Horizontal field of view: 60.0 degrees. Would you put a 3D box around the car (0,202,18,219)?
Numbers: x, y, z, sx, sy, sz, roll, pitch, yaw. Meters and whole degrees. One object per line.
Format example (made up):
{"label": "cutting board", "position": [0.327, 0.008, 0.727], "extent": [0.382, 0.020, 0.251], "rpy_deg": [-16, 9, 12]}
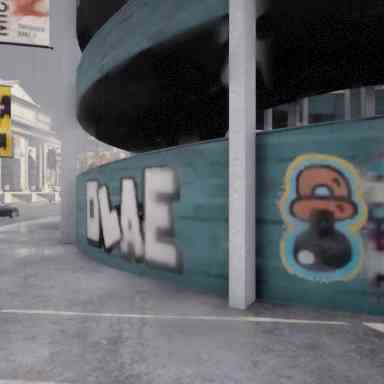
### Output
{"label": "car", "position": [-15.788, 1.494, 26.428], "extent": [2.128, 1.511, 4.902], "rpy_deg": [0, 0, 2]}
